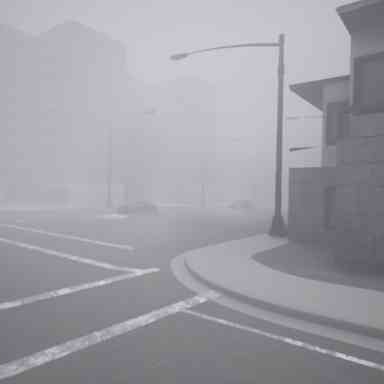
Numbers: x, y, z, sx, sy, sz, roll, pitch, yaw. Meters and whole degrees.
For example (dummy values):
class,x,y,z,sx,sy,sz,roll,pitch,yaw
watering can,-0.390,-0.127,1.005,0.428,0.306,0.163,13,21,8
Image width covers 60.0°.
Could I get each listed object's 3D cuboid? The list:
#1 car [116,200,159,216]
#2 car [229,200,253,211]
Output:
class,x,y,z,sx,sy,sz,roll,pitch,yaw
car,-5.093,1.469,31.450,1.994,1.385,4.181,2,0,37
car,7.164,1.860,47.894,1.837,1.490,4.892,2,-1,37
